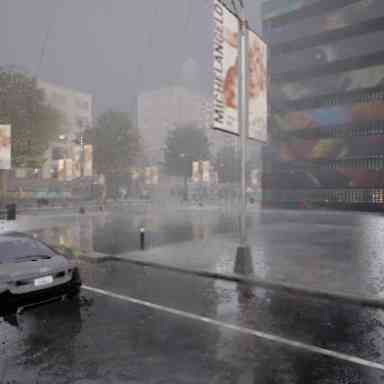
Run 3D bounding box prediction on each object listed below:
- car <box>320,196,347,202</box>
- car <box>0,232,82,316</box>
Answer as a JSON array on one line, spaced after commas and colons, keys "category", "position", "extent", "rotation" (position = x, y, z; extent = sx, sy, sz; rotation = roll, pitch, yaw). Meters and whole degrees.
[{"category": "car", "position": [17.215, 1.328, 39.591], "extent": [2.002, 1.452, 4.674], "rotation": [0, 0, 36]}, {"category": "car", "position": [-4.282, 1.560, 7.130], "extent": [4.181, 1.385, 1.994], "rotation": [0, 0, 36]}]
